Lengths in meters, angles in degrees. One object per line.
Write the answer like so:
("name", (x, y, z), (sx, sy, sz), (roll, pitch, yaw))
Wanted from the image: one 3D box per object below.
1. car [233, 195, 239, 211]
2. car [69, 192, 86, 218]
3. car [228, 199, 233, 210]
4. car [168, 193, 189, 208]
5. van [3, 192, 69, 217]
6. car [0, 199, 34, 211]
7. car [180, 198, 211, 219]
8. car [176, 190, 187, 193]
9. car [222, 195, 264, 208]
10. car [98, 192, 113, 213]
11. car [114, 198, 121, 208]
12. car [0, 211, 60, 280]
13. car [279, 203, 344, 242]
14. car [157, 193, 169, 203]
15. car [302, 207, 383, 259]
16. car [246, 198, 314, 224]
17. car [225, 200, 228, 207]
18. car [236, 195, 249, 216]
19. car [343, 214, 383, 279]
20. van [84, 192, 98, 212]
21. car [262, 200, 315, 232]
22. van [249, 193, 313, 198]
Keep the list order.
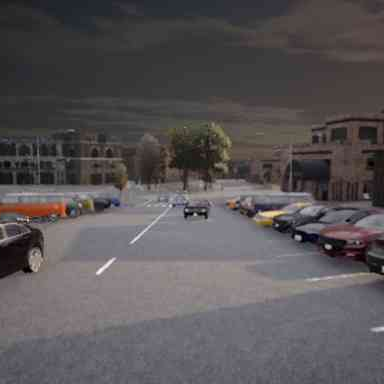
("car", (6.263, 1.114, 28.388), (4.553, 1.767, 2.185), (1, 0, -20))
("car", (-11.048, 1.170, 26.476), (4.553, 1.767, 2.185), (-1, 1, -19))
("car", (6.293, 1.246, 31.359), (4.792, 1.488, 2.163), (1, 0, -20))
("car", (-1.511, 1.216, 41.850), (2.033, 1.411, 5.357), (0, 0, -1))
("van", (-11.260, 1.095, 23.424), (4.442, 1.987, 1.878), (-1, 1, -19))
("car", (-11.279, 1.366, 17.458), (4.892, 1.521, 2.231), (-1, 0, -19))
("car", (0.522, 1.385, 26.924), (1.895, 1.301, 4.718), (0, 0, 7))
("car", (-1.648, 0.757, 52.001), (2.150, 2.045, 5.566), (0, 1, -1))
("car", (6.183, 1.185, 40.196), (4.674, 1.452, 2.002), (1, 1, -21))
("car", (-10.906, 0.998, 32.481), (5.566, 2.045, 2.435), (-1, 0, -18))
("car", (-10.775, 1.203, 38.464), (5.008, 1.535, 2.097), (-1, 1, -18))
("car", (-5.095, 1.431, 7.532), (2.128, 1.511, 4.902), (0, 0, 0))
("car", (6.357, 1.387, 13.686), (4.792, 1.488, 2.163), (1, 1, -20))
("car", (-4.786, 0.925, 55.355), (2.128, 1.511, 4.902), (0, 2, 0))
("car", (6.404, 1.382, 10.758), (5.008, 1.535, 2.097), (1, 1, -20))
("car", (6.180, 1.306, 19.502), (5.366, 1.575, 1.946), (1, 1, -20))
("car", (6.211, 1.067, 34.288), (4.553, 1.767, 2.185), (1, 0, -21))
("car", (6.323, 1.263, 25.446), (5.008, 1.535, 2.097), (1, 1, -20))
("car", (6.400, 1.406, 7.823), (4.892, 1.521, 2.231), (1, 0, -20))
("van", (-10.897, 1.045, 29.511), (4.442, 1.987, 1.878), (-1, 0, -18))
("car", (6.379, 1.334, 16.631), (5.008, 1.535, 2.097), (1, 1, -20))
("van", (6.450, 1.063, 22.543), (4.442, 1.987, 1.878), (1, 0, -20))
